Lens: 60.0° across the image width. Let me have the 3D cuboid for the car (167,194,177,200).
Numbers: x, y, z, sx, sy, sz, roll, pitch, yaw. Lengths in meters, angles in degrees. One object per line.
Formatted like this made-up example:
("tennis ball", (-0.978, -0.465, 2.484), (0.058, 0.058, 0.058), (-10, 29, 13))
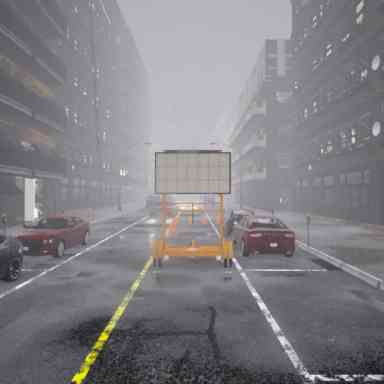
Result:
("car", (-5.139, 1.332, 75.151), (2.192, 1.841, 5.009), (1, 0, 0))

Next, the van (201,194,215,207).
("van", (2.691, 1.353, 52.480), (1.690, 1.788, 3.998), (1, 0, 0))

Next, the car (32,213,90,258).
("car", (-5.278, 1.548, 12.771), (1.887, 1.381, 4.507), (1, 0, 0))

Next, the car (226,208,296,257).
("car", (2.602, 1.548, 12.784), (1.887, 1.381, 4.507), (1, 0, 0))

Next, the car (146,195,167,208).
("car", (-5.201, 1.325, 46.796), (2.192, 1.841, 5.009), (1, 0, 0))

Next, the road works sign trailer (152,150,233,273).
("road works sign trailer", (0.028, 0.467, 10.636), (2.380, 3.560, 2.880), (0, 0, 0))

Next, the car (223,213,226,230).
("car", (2.615, 1.555, 18.455), (2.008, 1.369, 4.403), (1, 0, 0))

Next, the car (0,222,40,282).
("car", (-5.291, 1.568, 7.100), (1.947, 1.339, 4.313), (1, 0, 0))

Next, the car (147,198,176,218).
("car", (-2.684, 1.532, 30.186), (1.812, 1.442, 4.674), (0, 0, 0))

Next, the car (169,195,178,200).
("car", (-5.105, 1.573, 92.163), (2.008, 1.369, 4.403), (1, 0, 0))

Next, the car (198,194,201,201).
("car", (2.766, 1.335, 86.505), (2.192, 1.841, 5.009), (1, 0, 0))
